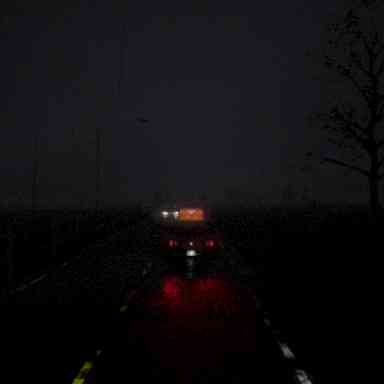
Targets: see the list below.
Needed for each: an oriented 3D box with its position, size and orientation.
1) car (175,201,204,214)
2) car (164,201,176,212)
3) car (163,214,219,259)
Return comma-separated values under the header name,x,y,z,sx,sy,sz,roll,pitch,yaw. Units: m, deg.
name,x,y,z,sx,sy,sz,roll,pitch,yaw
car,-0.051,1.676,28.412,2.097,1.767,4.553,0,-1,0
car,-2.911,2.006,47.783,1.882,1.535,5.008,0,-1,0
car,-0.009,1.756,13.232,1.895,1.301,4.718,0,-1,0
